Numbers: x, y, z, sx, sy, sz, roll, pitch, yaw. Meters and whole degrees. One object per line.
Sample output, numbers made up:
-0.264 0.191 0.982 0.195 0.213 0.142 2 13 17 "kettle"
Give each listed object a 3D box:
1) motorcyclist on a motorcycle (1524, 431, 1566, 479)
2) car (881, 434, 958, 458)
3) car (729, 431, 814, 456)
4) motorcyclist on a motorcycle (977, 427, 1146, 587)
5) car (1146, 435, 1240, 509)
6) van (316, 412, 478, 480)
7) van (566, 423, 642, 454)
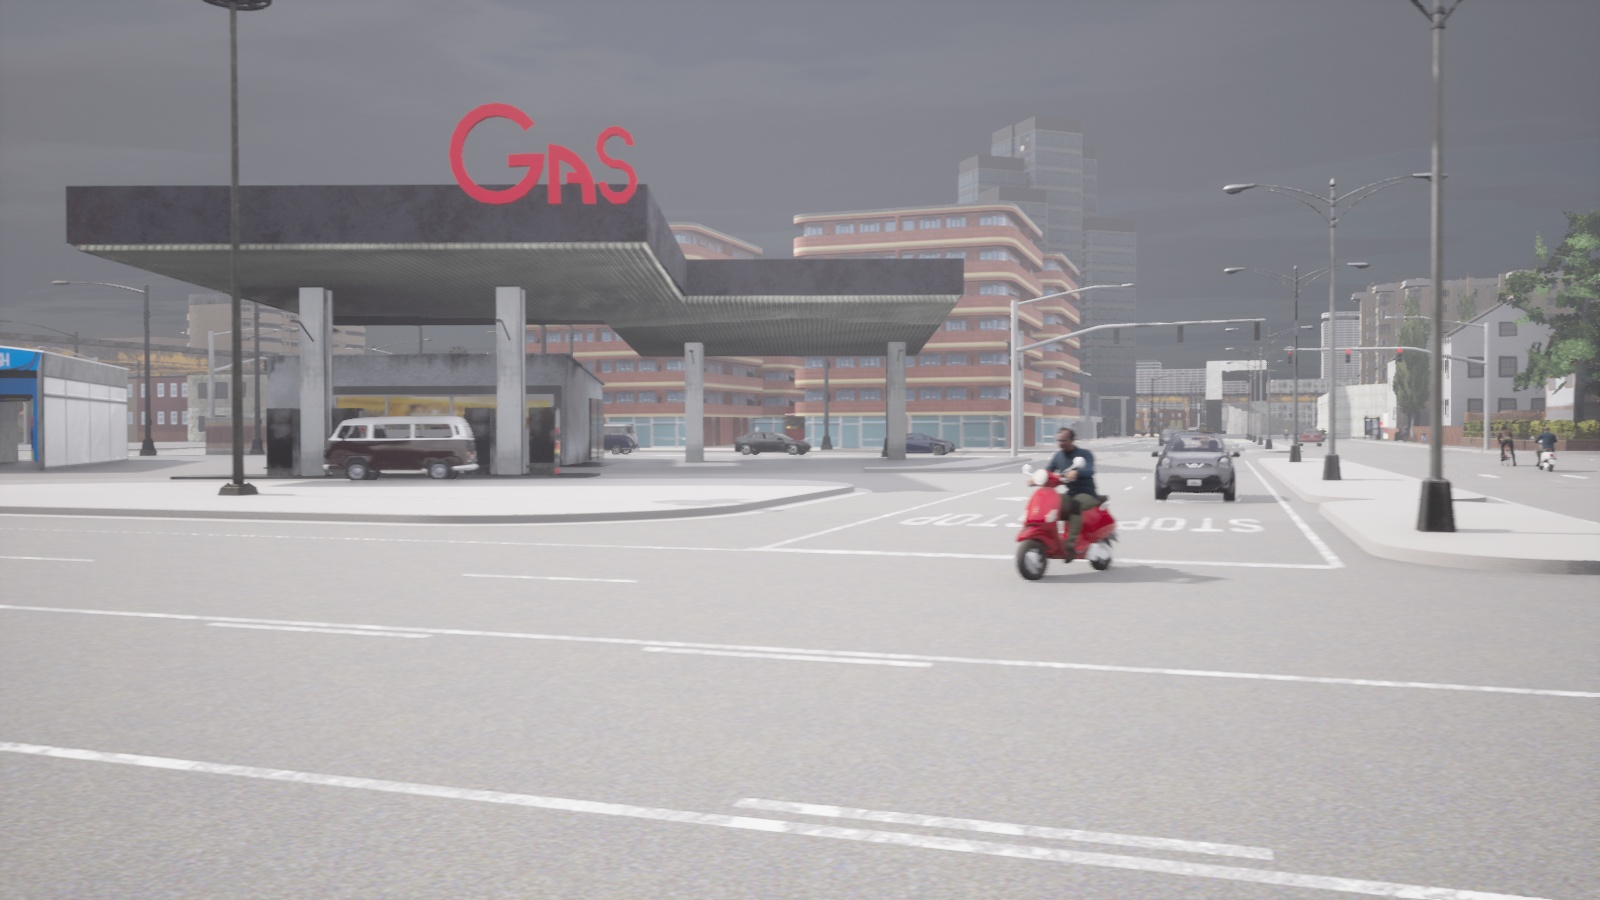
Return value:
26.397 0.165 44.514 0.866 1.590 1.817 1 3 18 "motorcyclist on a motorcycle"
7.072 -0.271 74.217 4.181 1.385 1.994 0 1 16 "car"
-1.720 -0.414 77.020 4.792 1.488 2.163 1 1 17 "car"
2.823 0.575 13.437 1.817 1.590 0.866 -1 -1 -45 "motorcyclist on a motorcycle"
8.743 0.427 27.866 1.845 1.501 3.633 1 1 18 "car"
-12.495 -0.124 39.170 4.480 2.038 2.069 0 1 -6 "van"
-12.537 -0.756 80.415 4.442 1.987 1.775 1 1 17 "van"
